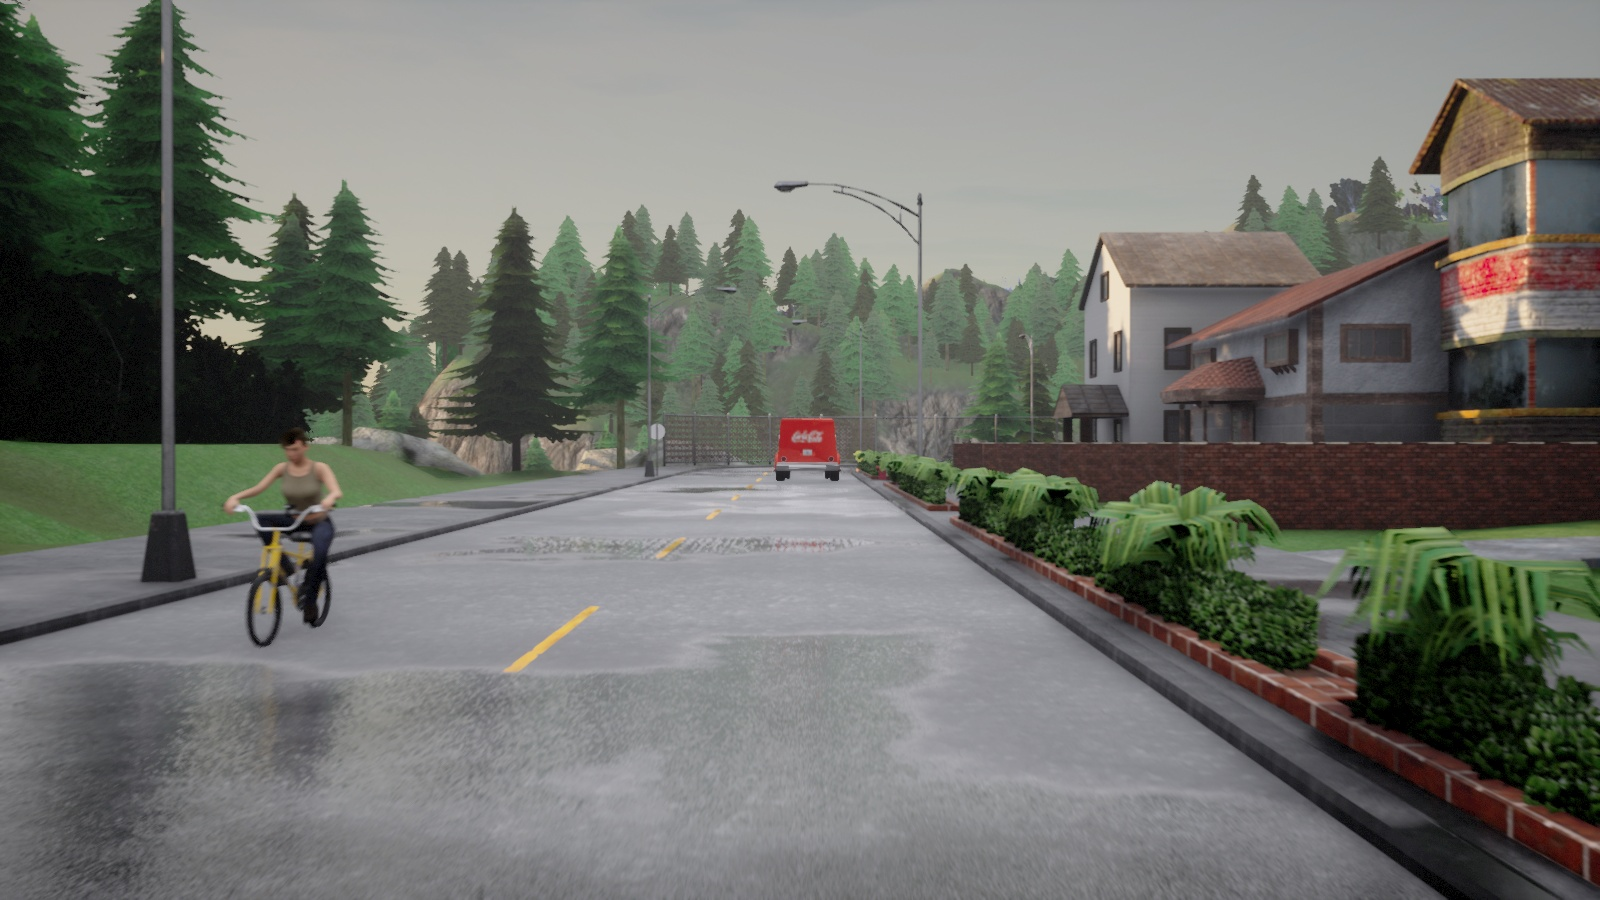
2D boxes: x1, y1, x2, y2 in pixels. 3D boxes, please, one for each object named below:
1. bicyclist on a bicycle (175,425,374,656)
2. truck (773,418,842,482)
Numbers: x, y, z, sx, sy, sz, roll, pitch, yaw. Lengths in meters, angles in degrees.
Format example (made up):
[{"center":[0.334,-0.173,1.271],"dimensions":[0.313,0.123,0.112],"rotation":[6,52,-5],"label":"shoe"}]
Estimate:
[{"center":[-3.926,0.626,9.525],"dimensions":[0.866,1.612,1.509],"rotation":[0,0,1],"label":"bicyclist on a bicycle"},{"center":[0.305,-0.026,50.806],"dimensions":[2.627,2.467,5.204],"rotation":[0,0,0],"label":"truck"}]
